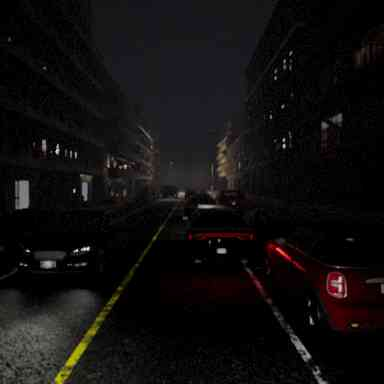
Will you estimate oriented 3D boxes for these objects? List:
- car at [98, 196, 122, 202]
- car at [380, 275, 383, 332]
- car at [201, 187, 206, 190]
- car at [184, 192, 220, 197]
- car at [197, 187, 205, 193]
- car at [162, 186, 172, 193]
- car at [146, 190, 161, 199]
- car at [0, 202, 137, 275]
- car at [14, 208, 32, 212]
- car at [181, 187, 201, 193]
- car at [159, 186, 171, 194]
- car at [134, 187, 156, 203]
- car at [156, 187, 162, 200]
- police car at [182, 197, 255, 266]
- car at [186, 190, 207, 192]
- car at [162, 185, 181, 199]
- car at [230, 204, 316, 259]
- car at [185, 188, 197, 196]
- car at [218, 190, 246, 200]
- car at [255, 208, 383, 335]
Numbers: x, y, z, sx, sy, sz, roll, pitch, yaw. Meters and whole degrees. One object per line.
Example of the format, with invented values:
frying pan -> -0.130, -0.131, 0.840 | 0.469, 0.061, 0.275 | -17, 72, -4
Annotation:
car -> -5.769, 0.956, 23.129 | 1.752, 1.417, 4.829 | 0, 1, 0
car -> 2.690, 1.523, 0.787 | 1.887, 1.381, 4.507 | 0, 1, 0
car -> 2.434, -0.301, 74.207 | 1.752, 1.417, 4.829 | 0, 1, 0
car -> 0.595, 0.976, 20.611 | 1.882, 1.535, 5.008 | 0, 1, 5
car -> 2.395, -0.556, 85.307 | 1.887, 1.381, 4.507 | 0, 1, 0
car -> -5.966, -0.523, 79.644 | 1.967, 1.590, 4.097 | 0, 1, 0
car -> -5.868, 0.316, 51.475 | 1.802, 1.307, 4.206 | 0, 1, 0
car -> -3.133, 1.252, 9.670 | 2.128, 1.511, 4.902 | 0, 1, 0
car -> -5.730, 1.268, 12.030 | 1.947, 1.339, 4.313 | 0, 1, 0
car -> -0.158, 0.309, 48.068 | 2.128, 1.511, 4.902 | 0, 1, 0
car -> -5.945, -0.508, 74.007 | 2.192, 1.841, 5.009 | 0, 1, 0
car -> -5.828, 0.452, 40.202 | 1.967, 1.590, 4.097 | 0, 1, 0
car -> -5.847, 0.188, 45.834 | 2.192, 1.841, 5.009 | 0, 1, 0
police car -> 0.722, 1.163, 10.657 | 1.930, 1.638, 5.238 | 0, 1, 0
car -> 0.692, 0.855, 26.513 | 1.837, 1.490, 4.892 | 0, 1, -2
car -> -3.260, -0.014, 50.272 | 2.150, 2.045, 5.566 | 0, 1, 0
car -> 2.651, 1.255, 12.056 | 2.008, 1.369, 4.403 | 0, 1, 0
car -> -0.215, 0.025, 61.908 | 2.033, 1.411, 5.357 | 0, 1, 0
car -> 2.613, 0.743, 23.320 | 2.192, 1.841, 5.009 | 0, 1, 0
car -> 2.670, 1.281, 6.420 | 1.967, 1.590, 4.097 | 0, 1, 0
